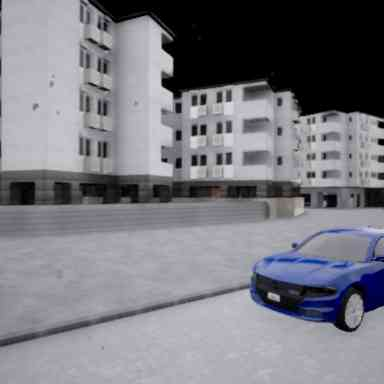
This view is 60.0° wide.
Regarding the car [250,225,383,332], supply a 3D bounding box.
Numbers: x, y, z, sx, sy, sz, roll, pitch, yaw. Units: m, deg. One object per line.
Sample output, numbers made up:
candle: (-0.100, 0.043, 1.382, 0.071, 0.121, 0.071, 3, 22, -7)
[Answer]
car: (3.404, 1.513, 7.095, 5.008, 1.535, 1.882, 0, 0, -36)
